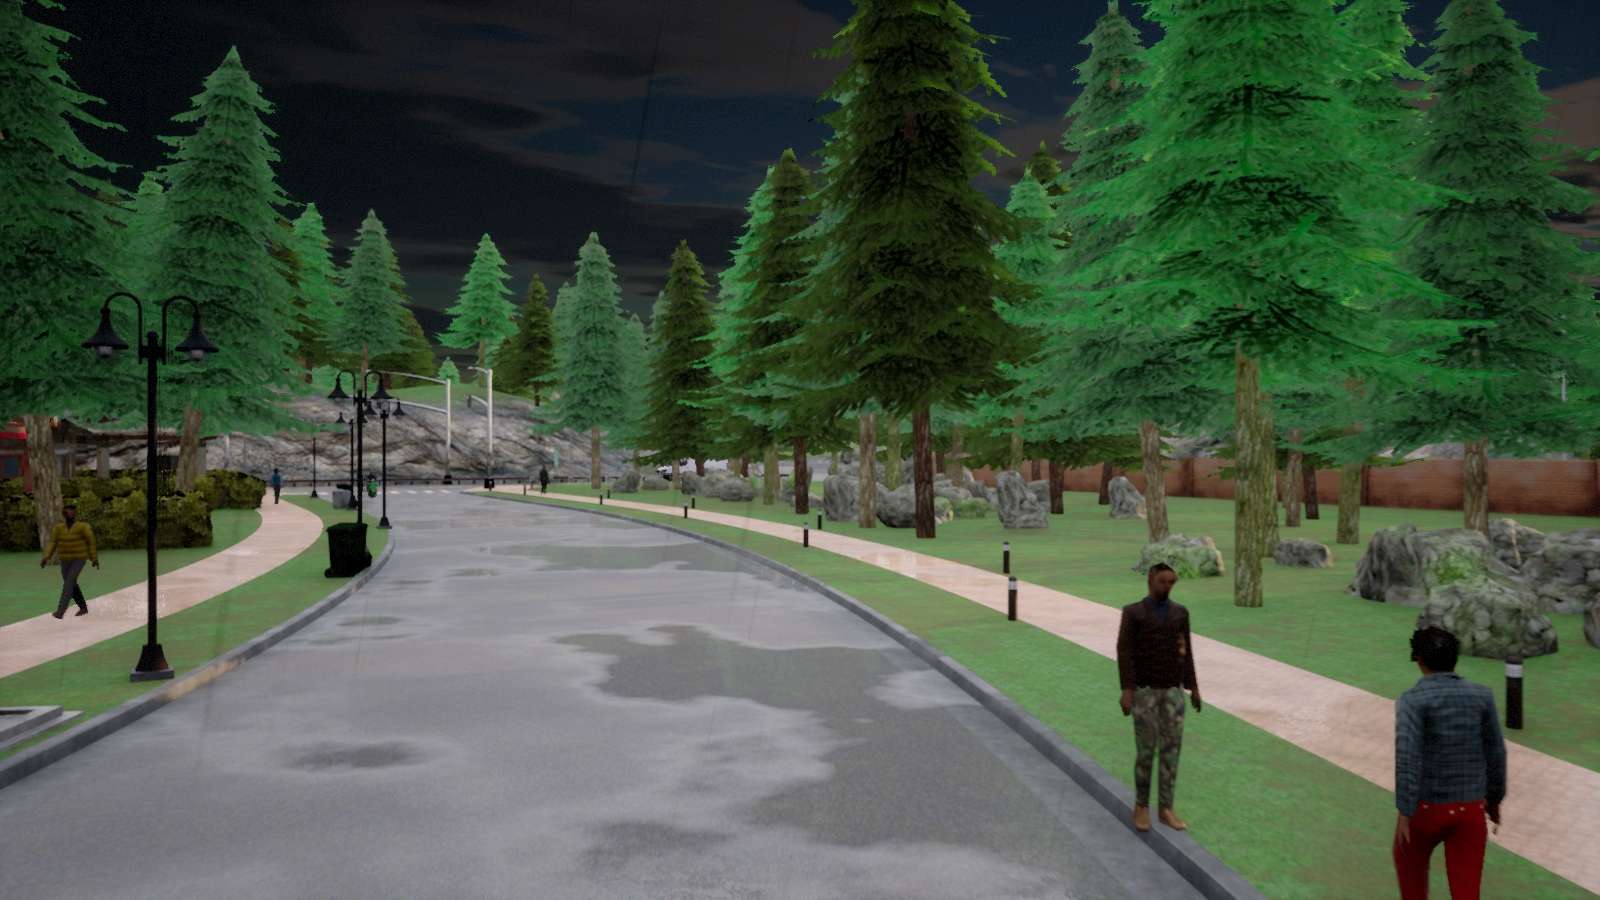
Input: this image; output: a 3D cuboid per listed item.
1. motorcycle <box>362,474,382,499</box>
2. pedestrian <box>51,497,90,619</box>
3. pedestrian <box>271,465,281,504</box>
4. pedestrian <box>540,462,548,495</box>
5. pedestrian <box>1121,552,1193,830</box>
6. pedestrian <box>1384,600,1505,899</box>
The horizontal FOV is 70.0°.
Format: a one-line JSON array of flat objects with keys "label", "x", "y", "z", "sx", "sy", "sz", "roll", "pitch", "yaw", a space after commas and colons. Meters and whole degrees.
[{"label": "motorcycle", "x": -24.630, "y": 2.090, "z": 65.708, "sx": 0.856, "sy": 1.334, "sz": 1.805, "roll": 0, "pitch": 0, "yaw": -28}, {"label": "pedestrian", "x": -11.288, "y": 1.659, "z": 17.678, "sx": 0.375, "sy": 1.860, "sz": 0.375, "roll": 0, "pitch": 0, "yaw": -5}, {"label": "pedestrian", "x": -25.004, "y": 1.656, "z": 54.522, "sx": 0.375, "sy": 1.860, "sz": 0.375, "roll": 0, "pitch": 0, "yaw": -31}, {"label": "pedestrian", "x": -14.907, "y": 1.657, "z": 66.607, "sx": 0.375, "sy": 1.860, "sz": 0.375, "roll": 0, "pitch": 0, "yaw": -30}, {"label": "pedestrian", "x": 2.490, "y": 1.661, "z": 7.983, "sx": 0.375, "sy": 1.860, "sz": 0.375, "roll": 0, "pitch": 0, "yaw": -3}, {"label": "pedestrian", "x": 3.036, "y": 1.664, "z": 5.401, "sx": 0.375, "sy": 1.860, "sz": 0.375, "roll": 0, "pitch": 0, "yaw": 5}]
